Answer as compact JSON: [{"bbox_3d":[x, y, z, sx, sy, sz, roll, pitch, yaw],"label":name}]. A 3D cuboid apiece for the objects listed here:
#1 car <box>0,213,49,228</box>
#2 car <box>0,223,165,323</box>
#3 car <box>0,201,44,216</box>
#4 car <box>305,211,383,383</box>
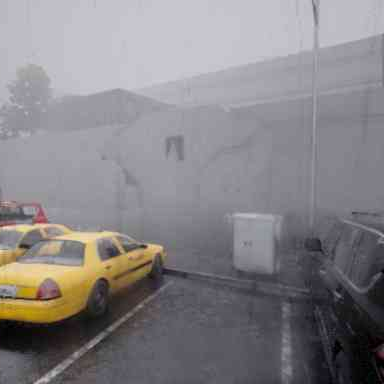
[{"bbox_3d":[-4.711,1.555,8.944,1.946,1.575,5.366,0,-1,16],"label":"car"},{"bbox_3d":[-2.176,1.535,7.562,1.946,1.575,5.366,0,-1,15],"label":"car"},{"bbox_3d":[-7.109,1.340,10.842,2.435,2.045,5.566,0,-1,15],"label":"car"},{"bbox_3d":[2.664,1.236,3.931,2.435,2.045,5.566,0,-1,16],"label":"car"}]
